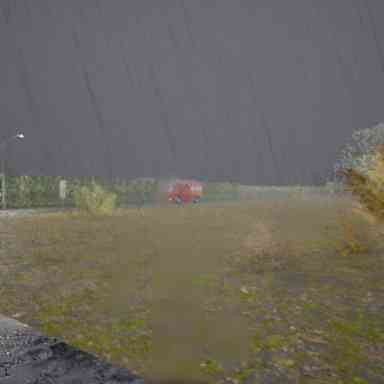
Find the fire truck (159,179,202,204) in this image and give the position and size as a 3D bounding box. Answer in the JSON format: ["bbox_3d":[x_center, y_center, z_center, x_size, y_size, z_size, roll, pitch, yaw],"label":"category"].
[{"bbox_3d":[-1.706,-0.064,54.550,2.891,3.827,8.468,0,0,35],"label":"fire truck"}]
